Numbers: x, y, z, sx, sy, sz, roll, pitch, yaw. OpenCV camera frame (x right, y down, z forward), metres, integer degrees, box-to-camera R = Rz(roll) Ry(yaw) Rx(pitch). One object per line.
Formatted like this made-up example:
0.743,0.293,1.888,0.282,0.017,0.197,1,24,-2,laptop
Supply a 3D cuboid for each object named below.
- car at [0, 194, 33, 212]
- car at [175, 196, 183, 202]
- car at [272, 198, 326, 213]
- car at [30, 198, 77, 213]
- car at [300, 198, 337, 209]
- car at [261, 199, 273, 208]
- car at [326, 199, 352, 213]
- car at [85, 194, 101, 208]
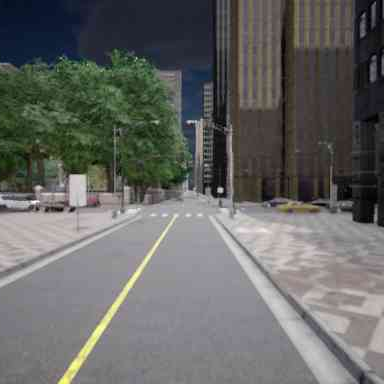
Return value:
-20.301,1.357,39.778,5.566,2.045,2.150,2,1,0,car
-2.996,1.647,80.505,2.033,1.411,5.357,0,0,0,car
11.772,1.630,36.840,4.829,1.417,1.752,0,1,0,car
-15.063,1.649,36.990,4.313,1.339,1.947,0,1,0,car
17.153,1.523,45.335,4.313,1.339,1.947,0,1,0,car
11.640,1.502,45.365,4.403,1.369,2.008,0,1,0,car
17.114,1.662,36.811,4.403,1.369,2.008,0,1,0,car
-15.024,1.245,45.509,5.009,1.841,2.192,0,1,0,car
